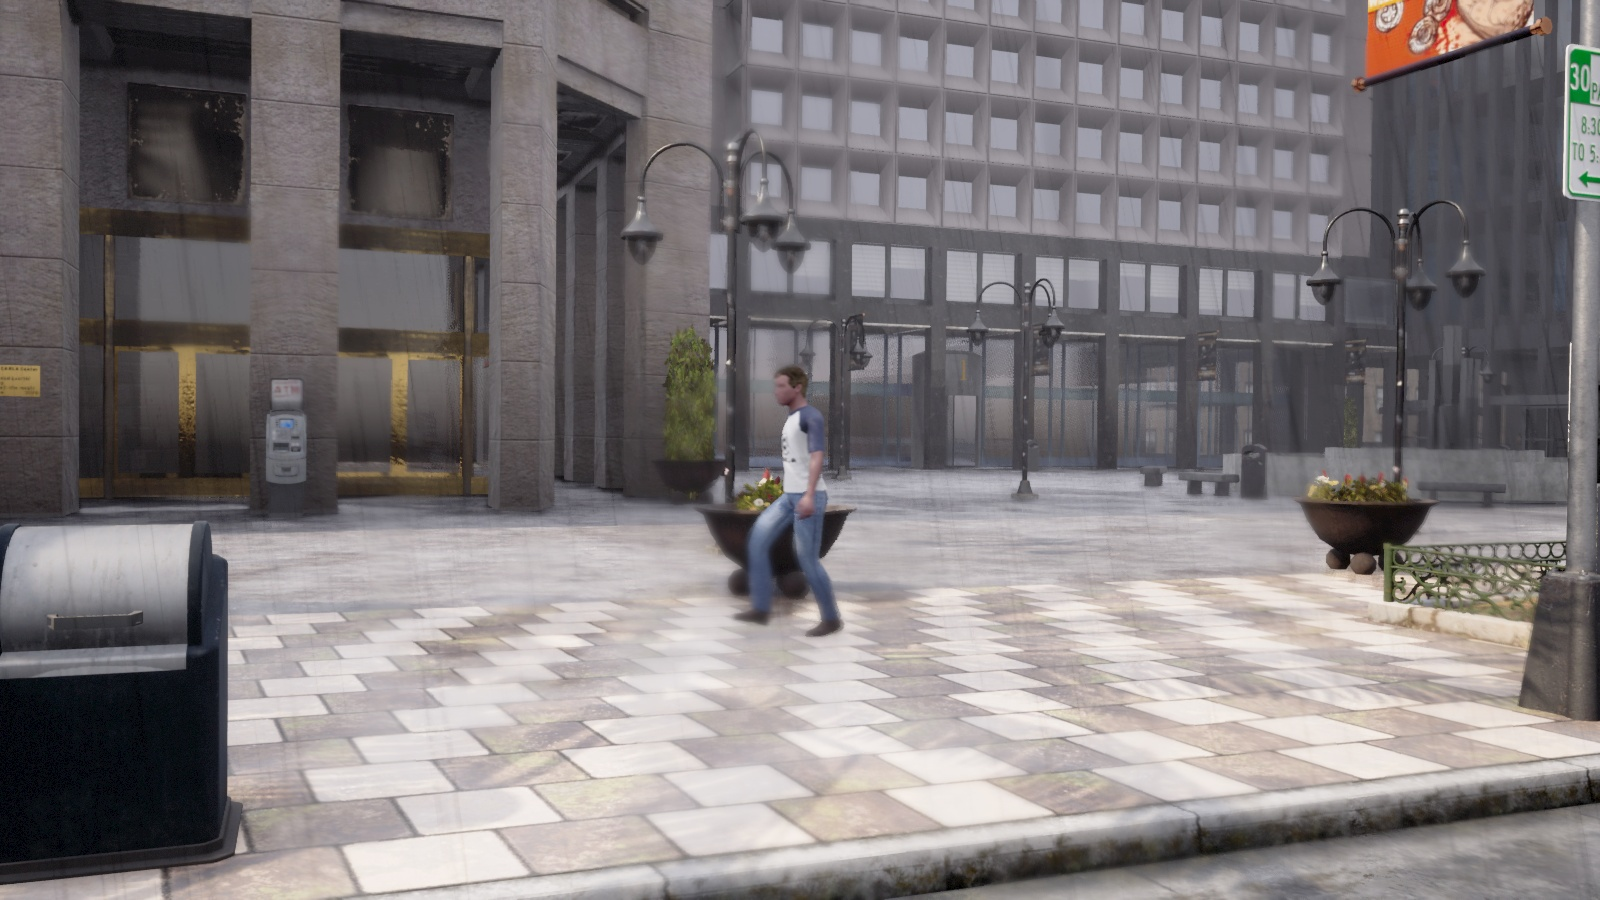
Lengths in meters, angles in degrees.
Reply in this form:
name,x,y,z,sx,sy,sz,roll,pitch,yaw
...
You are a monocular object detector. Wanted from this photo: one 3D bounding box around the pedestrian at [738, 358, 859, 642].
name,x,y,z,sx,sy,sz,roll,pitch,yaw
pedestrian,-0.012,0.318,8.394,0.706,1.836,0.354,-1,1,-21
